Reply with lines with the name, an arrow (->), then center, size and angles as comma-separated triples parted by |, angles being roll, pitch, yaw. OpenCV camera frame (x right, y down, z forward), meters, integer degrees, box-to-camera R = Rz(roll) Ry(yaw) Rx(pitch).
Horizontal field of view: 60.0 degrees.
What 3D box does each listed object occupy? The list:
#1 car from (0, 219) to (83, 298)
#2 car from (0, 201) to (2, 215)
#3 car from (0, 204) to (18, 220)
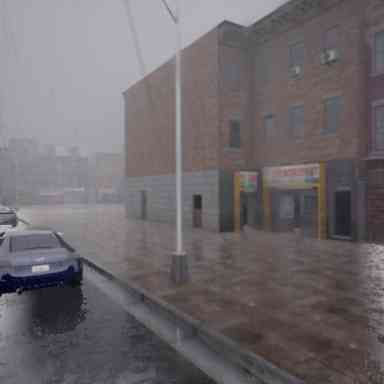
car -> -4.329, 1.626, 8.855 | 1.994, 1.385, 4.181 | -1, 0, -32
car -> -22.913, 1.837, 38.223 | 1.837, 1.490, 4.892 | -1, 0, -30
car -> -13.157, 1.678, 22.841 | 2.128, 1.511, 4.902 | -1, 0, -32
